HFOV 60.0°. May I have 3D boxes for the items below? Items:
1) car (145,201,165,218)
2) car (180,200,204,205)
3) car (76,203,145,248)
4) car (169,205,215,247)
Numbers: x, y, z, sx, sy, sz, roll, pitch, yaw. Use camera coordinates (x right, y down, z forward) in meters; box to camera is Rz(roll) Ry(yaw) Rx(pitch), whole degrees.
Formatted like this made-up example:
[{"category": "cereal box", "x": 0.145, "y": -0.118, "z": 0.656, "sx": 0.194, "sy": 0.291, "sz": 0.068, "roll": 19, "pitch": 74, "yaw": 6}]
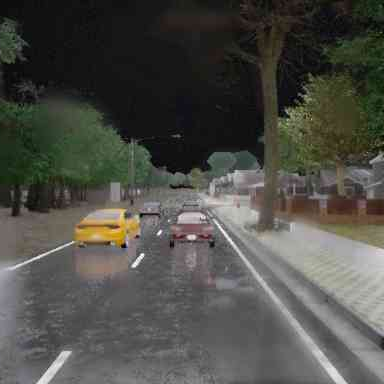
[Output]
[{"category": "car", "x": -3.500, "y": 1.492, "z": 29.649, "sx": 2.033, "sy": 1.411, "sz": 5.357, "roll": 0, "pitch": 0, "yaw": 0}, {"category": "car", "x": 0.000, "y": 1.424, "z": 29.649, "sx": 2.128, "sy": 1.511, "sz": 4.902, "roll": 0, "pitch": 0, "yaw": 0}, {"category": "car", "x": -3.500, "y": 1.463, "z": 14.649, "sx": 1.882, "sy": 1.535, "sz": 5.008, "roll": 0, "pitch": 0, "yaw": 0}, {"category": "car", "x": 0.000, "y": 1.511, "z": 14.649, "sx": 1.812, "sy": 1.442, "sz": 4.674, "roll": 0, "pitch": 0, "yaw": 0}]
